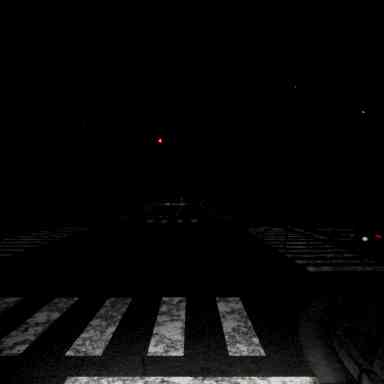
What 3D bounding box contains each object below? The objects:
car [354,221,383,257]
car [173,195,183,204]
[{"bbox_3d":[7.715,1.526,11.019,4.181,1.385,1.994,0,-1,0],"label":"car"},{"bbox_3d":[-2.897,1.499,69.348,2.097,1.767,4.553,0,0,0],"label":"car"}]
